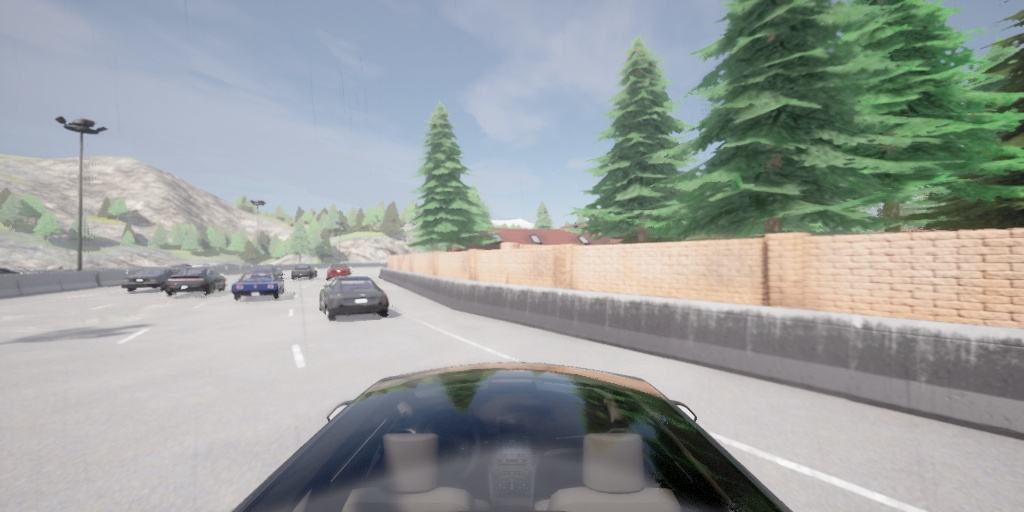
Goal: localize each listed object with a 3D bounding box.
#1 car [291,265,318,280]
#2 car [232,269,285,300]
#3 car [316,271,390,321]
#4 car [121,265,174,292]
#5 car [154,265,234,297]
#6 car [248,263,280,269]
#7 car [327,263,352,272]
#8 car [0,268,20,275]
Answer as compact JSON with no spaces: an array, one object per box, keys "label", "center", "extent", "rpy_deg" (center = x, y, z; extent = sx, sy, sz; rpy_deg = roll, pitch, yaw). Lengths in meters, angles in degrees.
[{"label":"car","center":[-21.770,1.672,37.765],"extent":[2.128,1.511,4.902],"rpy_deg":[0,-1,-20]},{"label":"car","center":[-13.387,1.558,19.193],"extent":[1.895,1.301,4.718],"rpy_deg":[0,-1,-28]},{"label":"car","center":[-5.975,1.455,13.414],"extent":[1.994,1.385,4.181],"rpy_deg":[0,-1,-32]},{"label":"car","center":[-23.587,1.557,23.953],"extent":[2.033,1.411,5.357],"rpy_deg":[0,-1,-25]},{"label":"car","center":[-18.161,1.465,20.796],"extent":[2.128,1.511,4.902],"rpy_deg":[0,-1,-27]},{"label":"car","center":[-25.273,1.734,37.193],"extent":[1.994,1.385,4.181],"rpy_deg":[0,-1,-20]},{"label":"car","center":[-17.698,1.524,36.967],"extent":[2.097,1.767,4.553],"rpy_deg":[0,-1,-22]},{"label":"car","center":[-35.021,1.502,23.449],"extent":[1.837,1.490,4.892],"rpy_deg":[0,-1,-23]}]
